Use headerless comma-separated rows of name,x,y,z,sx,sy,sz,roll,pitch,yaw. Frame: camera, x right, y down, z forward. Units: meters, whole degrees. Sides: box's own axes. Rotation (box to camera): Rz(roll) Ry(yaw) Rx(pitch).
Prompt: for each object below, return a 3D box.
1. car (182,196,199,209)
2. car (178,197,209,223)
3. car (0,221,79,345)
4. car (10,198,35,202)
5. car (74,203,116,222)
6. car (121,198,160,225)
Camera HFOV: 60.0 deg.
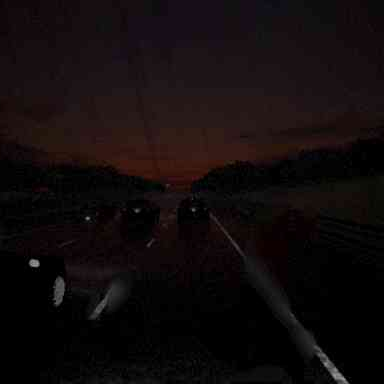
car,-0.214,1.281,41.733,2.033,1.411,5.357,0,0,-1
car,0.089,1.196,23.735,2.097,1.767,4.553,0,0,0
car,-3.397,1.444,4.545,1.882,1.535,5.008,0,0,0
car,-17.682,1.321,34.557,2.033,1.411,5.357,0,0,-1
car,-6.910,1.442,24.249,1.895,1.301,4.718,0,0,0
car,-3.404,1.202,22.701,2.097,1.767,4.553,0,0,0
